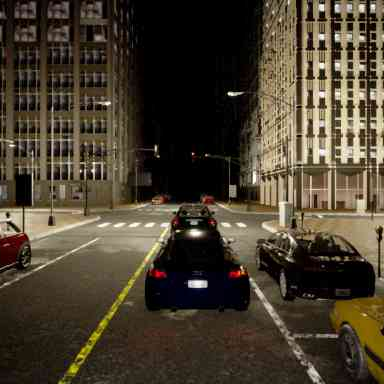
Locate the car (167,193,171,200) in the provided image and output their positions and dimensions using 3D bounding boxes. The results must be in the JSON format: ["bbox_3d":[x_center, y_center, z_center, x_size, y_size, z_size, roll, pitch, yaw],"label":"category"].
[{"bbox_3d":[-5.749,1.251,63.044,2.192,1.841,5.009,0,0,0],"label":"car"}]

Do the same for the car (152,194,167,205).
[{"bbox_3d":[-5.813,1.388,57.358,1.967,1.590,4.097,0,0,0],"label":"car"}]

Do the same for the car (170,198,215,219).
[{"bbox_3d":[0.090,1.346,16.390,2.097,1.767,4.553,0,0,0],"label":"car"}]

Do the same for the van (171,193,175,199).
[{"bbox_3d":[-5.729,1.236,80.099,1.690,1.788,3.998,0,0,0],"label":"van"}]

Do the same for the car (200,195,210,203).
[{"bbox_3d":[2.657,1.363,68.729,1.967,1.590,4.097,0,0,0],"label":"car"}]

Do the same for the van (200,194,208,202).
[{"bbox_3d":[2.655,1.250,74.414,1.690,1.788,3.998,0,0,0],"label":"van"}]

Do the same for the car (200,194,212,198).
[{"bbox_3d":[2.758,1.388,57.361,1.967,1.590,4.097,0,0,0],"label":"car"}]

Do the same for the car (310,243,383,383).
[{"bbox_3d":[2.690,1.525,2.603,1.752,1.417,4.829,0,0,0],"label":"car"}]

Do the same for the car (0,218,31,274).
[{"bbox_3d":[-5.693,1.439,8.095,1.967,1.590,4.097,0,0,0],"label":"car"}]

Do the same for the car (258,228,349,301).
[{"bbox_3d":[2.687,1.549,8.101,2.008,1.369,4.403,0,0,0],"label":"car"}]

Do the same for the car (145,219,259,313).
[{"bbox_3d":[0.098,1.563,7.757,1.994,1.385,4.181,0,0,0],"label":"car"}]
